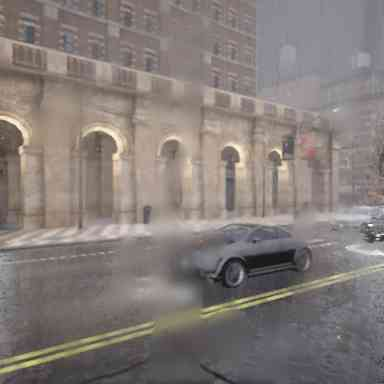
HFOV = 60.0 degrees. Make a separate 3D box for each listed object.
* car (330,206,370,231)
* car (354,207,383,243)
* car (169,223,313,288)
[{"bbox_3d":[10.099,1.584,19.644,4.674,1.442,1.812,0,0,-35],"label":"car"},{"bbox_3d":[9.676,1.554,15.166,4.892,1.490,1.837,0,0,-35],"label":"car"},{"bbox_3d":[1.466,1.581,9.320,4.181,1.385,1.994,0,0,-35],"label":"car"}]
